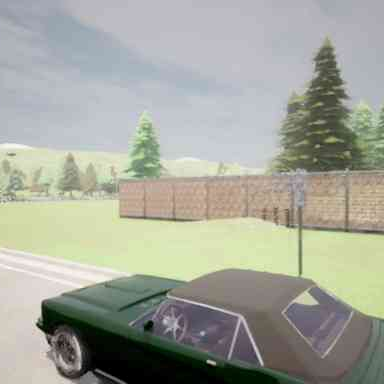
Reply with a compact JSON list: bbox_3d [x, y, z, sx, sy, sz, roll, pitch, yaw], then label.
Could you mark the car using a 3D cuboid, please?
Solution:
[{"bbox_3d":[0.261,1.601,3.809,4.718,1.301,1.895,0,0,35],"label":"car"}]
